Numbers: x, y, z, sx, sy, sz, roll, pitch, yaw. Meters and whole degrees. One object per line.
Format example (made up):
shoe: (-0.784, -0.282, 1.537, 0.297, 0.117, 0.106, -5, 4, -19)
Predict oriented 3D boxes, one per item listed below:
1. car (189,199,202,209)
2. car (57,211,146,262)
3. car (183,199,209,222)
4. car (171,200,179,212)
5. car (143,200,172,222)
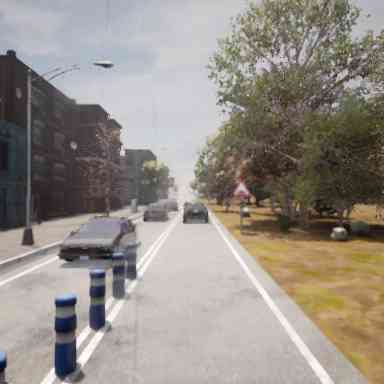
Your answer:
car: (0.598, 1.890, 52.711, 1.837, 1.490, 4.892, 0, -1, 4)
car: (-3.295, 1.665, 12.866, 2.033, 1.411, 5.357, 0, 0, 0)
car: (0.328, 1.590, 28.734, 2.097, 1.767, 4.553, 0, 0, 1)
car: (-2.811, 1.890, 45.431, 1.837, 1.490, 4.892, 0, 0, 1)
car: (-3.109, 1.747, 29.365, 1.837, 1.490, 4.892, 0, 0, 1)
